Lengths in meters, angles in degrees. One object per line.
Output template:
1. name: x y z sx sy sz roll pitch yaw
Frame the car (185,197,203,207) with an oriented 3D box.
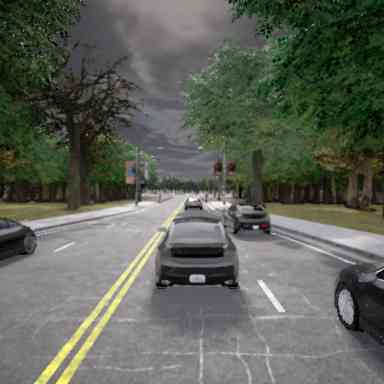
1. car: 0.175 1.251 37.779 1.994 1.385 4.181 0 0 0

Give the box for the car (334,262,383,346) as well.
1. car: 3.342 1.458 3.773 1.837 1.490 4.892 0 1 0

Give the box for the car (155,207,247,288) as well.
1. car: 0.117 1.399 8.908 1.837 1.490 4.892 0 1 0

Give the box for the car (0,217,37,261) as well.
1. car: -6.408 1.445 9.816 1.994 1.385 4.181 0 1 2

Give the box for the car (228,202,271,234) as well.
1. car: 2.790 1.314 17.748 1.837 1.490 4.892 0 2 -4
